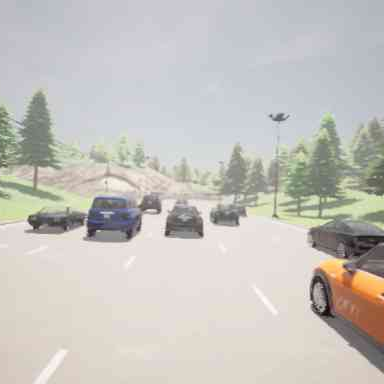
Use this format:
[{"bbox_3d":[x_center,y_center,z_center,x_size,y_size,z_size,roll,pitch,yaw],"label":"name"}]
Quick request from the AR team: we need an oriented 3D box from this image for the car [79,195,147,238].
[{"bbox_3d":[-3.962,1.201,17.827,2.150,2.045,5.566,3,0,-2],"label":"car"}]

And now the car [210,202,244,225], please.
[{"bbox_3d":[2.721,1.745,28.525,2.097,1.767,4.553,3,-1,-2],"label":"car"}]

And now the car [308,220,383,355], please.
[{"bbox_3d":[3.586,1.570,5.138,2.097,1.767,4.553,3,-1,-2],"label":"car"}]

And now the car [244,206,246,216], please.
[{"bbox_3d":[5.693,2.158,42.540,2.128,1.511,4.902,3,0,-2],"label":"car"}]

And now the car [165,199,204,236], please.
[{"bbox_3d":[-0.460,1.515,19.927,2.097,1.767,4.553,3,-1,-2],"label":"car"}]

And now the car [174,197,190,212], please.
[{"bbox_3d":[-1.448,1.715,46.653,2.097,1.767,4.553,3,-1,-2],"label":"car"}]

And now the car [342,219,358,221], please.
[{"bbox_3d":[6.733,1.933,14.481,1.882,1.535,5.008,3,0,-2],"label":"car"}]

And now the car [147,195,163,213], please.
[{"bbox_3d":[-4.675,1.363,39.182,2.150,2.045,5.566,3,0,-2],"label":"car"}]

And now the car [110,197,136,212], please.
[{"bbox_3d":[-8.220,1.473,40.118,2.128,1.511,4.902,3,0,-2],"label":"car"}]

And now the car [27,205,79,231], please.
[{"bbox_3d":[-7.510,1.421,19.163,1.895,1.301,4.718,3,-1,-2],"label":"car"}]
